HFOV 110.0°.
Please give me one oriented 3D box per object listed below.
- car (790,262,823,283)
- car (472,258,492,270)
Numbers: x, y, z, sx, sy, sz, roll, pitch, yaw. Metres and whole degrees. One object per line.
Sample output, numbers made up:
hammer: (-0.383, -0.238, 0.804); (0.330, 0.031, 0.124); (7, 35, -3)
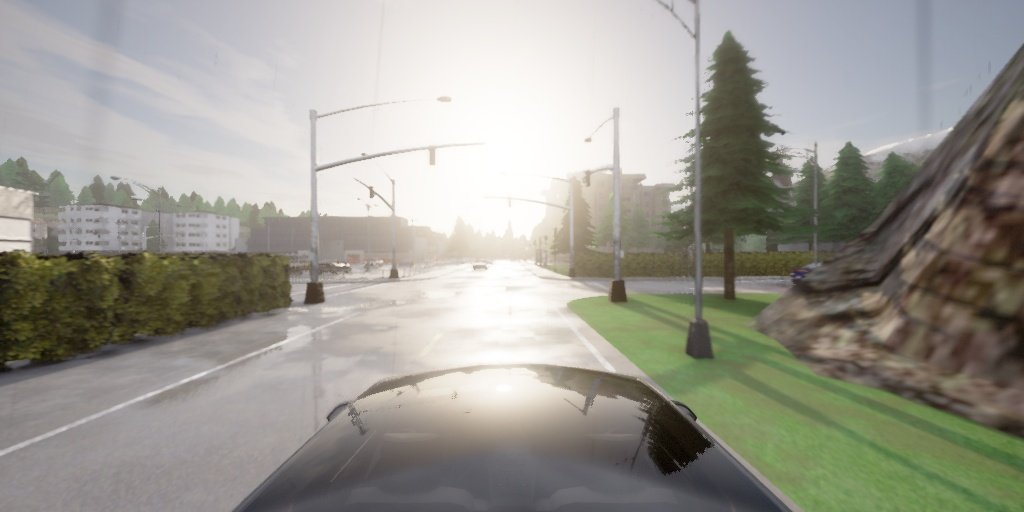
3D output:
car: (18.718, 1.036, 20.467); (5.008, 1.535, 1.882); (-1, 1, -4)
car: (-4.233, 1.167, 48.437); (2.033, 1.411, 5.357); (0, 0, -1)
